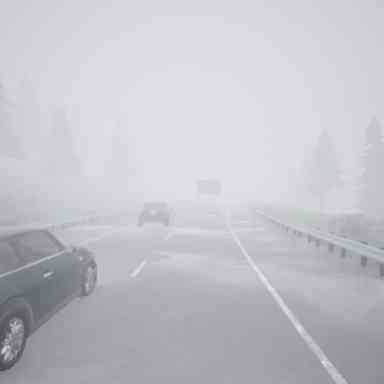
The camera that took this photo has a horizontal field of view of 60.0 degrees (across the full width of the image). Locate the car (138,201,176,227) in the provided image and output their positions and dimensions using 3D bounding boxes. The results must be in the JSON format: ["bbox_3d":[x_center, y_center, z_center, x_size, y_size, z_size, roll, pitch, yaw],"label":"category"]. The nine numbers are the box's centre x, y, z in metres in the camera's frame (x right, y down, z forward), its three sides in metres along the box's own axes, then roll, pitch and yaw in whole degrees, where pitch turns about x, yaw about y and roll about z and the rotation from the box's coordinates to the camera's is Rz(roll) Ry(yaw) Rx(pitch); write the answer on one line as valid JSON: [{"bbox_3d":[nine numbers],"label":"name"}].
[{"bbox_3d":[-2.432,1.459,24.070,2.097,1.767,4.553,0,0,4],"label":"car"}]

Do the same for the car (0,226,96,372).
[{"bbox_3d":[-3.282,1.375,5.880,2.097,1.767,4.553,0,0,1],"label":"car"}]

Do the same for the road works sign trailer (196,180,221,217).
[{"bbox_3d":[1.672,0.618,32.958,2.380,3.560,2.880,0,0,7],"label":"road works sign trailer"}]
